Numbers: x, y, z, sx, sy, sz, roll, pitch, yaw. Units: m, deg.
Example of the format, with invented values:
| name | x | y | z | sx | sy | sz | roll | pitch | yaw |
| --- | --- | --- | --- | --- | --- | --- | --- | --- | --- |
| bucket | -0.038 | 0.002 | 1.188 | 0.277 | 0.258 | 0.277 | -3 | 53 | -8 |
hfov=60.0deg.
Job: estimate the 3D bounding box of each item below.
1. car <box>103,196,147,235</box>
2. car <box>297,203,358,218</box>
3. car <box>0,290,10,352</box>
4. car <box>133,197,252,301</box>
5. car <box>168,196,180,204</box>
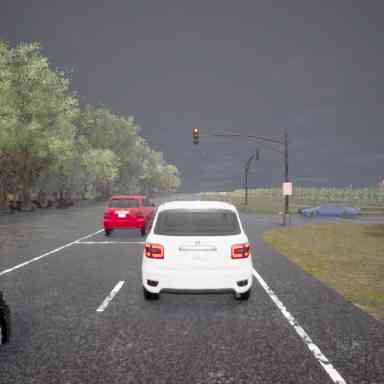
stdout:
| name | x | y | z | sx | sy | sz | roll | pitch | yaw |
| --- | --- | --- | --- | --- | --- | --- | --- | --- | --- |
| car | -3.397 | 1.227 | 18.843 | 2.150 | 2.045 | 5.566 | 0 | 0 | 0 |
| car | 12.880 | 1.749 | 31.758 | 5.357 | 1.411 | 2.033 | 1 | -1 | 3 |
| car | -3.399 | 1.492 | 2.615 | 2.128 | 1.511 | 4.902 | 0 | 0 | 0 |
| car | 0.102 | 1.224 | 8.493 | 2.150 | 2.045 | 5.566 | 0 | 0 | 0 |
| car | -3.397 | 1.570 | 64.265 | 1.994 | 1.385 | 4.181 | 0 | 0 | 0 |
